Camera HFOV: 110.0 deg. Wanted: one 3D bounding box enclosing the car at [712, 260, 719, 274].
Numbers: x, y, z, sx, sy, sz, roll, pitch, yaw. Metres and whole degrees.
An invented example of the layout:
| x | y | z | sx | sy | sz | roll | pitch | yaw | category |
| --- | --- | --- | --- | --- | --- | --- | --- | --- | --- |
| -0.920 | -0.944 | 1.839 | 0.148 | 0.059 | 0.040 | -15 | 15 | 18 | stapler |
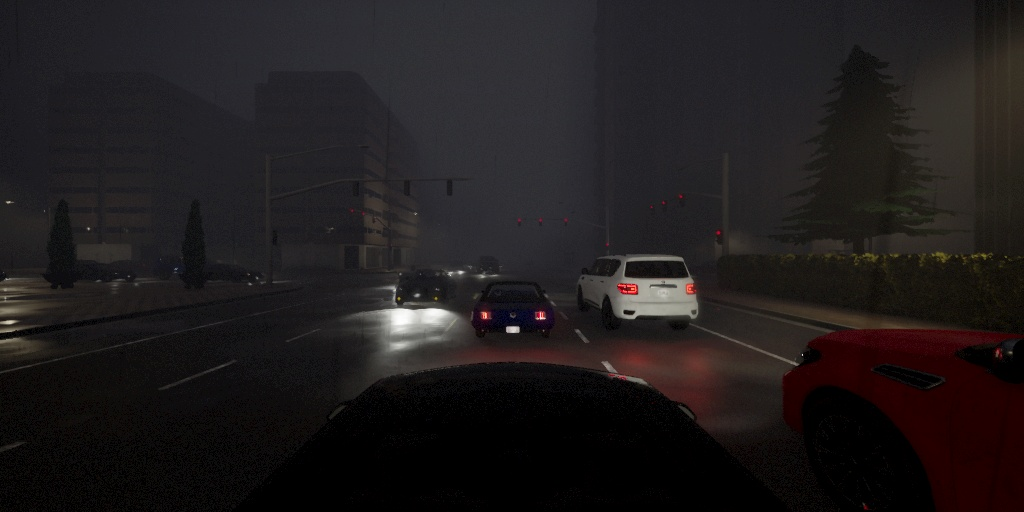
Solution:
| x | y | z | sx | sy | sz | roll | pitch | yaw | category |
| --- | --- | --- | --- | --- | --- | --- | --- | --- | --- |
| 20.821 | 1.228 | 37.652 | 5.008 | 1.535 | 1.882 | 0 | 0 | 1 | car |

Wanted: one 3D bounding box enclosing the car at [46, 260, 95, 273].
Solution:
| x | y | z | sx | sy | sz | roll | pitch | yaw | category |
| --- | --- | --- | --- | --- | --- | --- | --- | --- | --- |
| -36.972 | 1.102 | 30.947 | 4.553 | 1.767 | 2.097 | 0 | 0 | 1 | car |

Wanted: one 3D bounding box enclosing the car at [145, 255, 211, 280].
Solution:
| x | y | z | sx | sy | sz | roll | pitch | yaw | category |
| --- | --- | --- | --- | --- | --- | --- | --- | --- | --- |
| -27.503 | 0.972 | 30.863 | 5.566 | 2.045 | 2.150 | 0 | 0 | 0 | car |

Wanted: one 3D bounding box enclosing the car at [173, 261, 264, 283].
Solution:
| x | y | z | sx | sy | sz | roll | pitch | yaw | category |
| --- | --- | --- | --- | --- | --- | --- | --- | --- | --- |
| -22.007 | 1.297 | 27.292 | 5.357 | 1.411 | 2.033 | 0 | 0 | 1 | car |

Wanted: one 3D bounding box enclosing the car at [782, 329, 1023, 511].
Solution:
| x | y | z | sx | sy | sz | roll | pitch | yaw | category |
| --- | --- | --- | --- | --- | --- | --- | --- | --- | --- |
| 3.601 | 0.971 | 0.960 | 2.150 | 2.045 | 5.566 | 0 | 0 | 0 | car |

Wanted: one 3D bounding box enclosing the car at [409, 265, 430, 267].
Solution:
| x | y | z | sx | sy | sz | roll | pitch | yaw | category |
| --- | --- | --- | --- | --- | --- | --- | --- | --- | --- |
| -7.140 | 1.351 | 27.423 | 1.895 | 1.301 | 4.718 | 0 | 0 | 0 | car |

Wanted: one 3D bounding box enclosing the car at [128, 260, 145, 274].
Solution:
| x | y | z | sx | sy | sz | roll | pitch | yaw | category |
| --- | --- | --- | --- | --- | --- | --- | --- | --- | --- |
| -41.642 | 1.227 | 38.183 | 5.008 | 1.535 | 1.882 | 0 | 0 | 1 | car |

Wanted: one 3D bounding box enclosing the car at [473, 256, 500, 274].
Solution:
| x | y | z | sx | sy | sz | roll | pitch | yaw | category |
| --- | --- | --- | --- | --- | --- | --- | --- | --- | --- |
| -2.923 | 0.972 | 42.052 | 2.150 | 2.045 | 5.566 | 0 | 0 | -11 | car |

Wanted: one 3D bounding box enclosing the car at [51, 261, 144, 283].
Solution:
| x | y | z | sx | sy | sz | roll | pitch | yaw | category |
| --- | --- | --- | --- | --- | --- | --- | --- | --- | --- |
| -31.591 | 1.276 | 27.399 | 4.674 | 1.442 | 1.812 | 0 | 0 | 1 | car |

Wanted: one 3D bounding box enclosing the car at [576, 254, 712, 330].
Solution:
| x | y | z | sx | sy | sz | roll | pitch | yaw | category |
| --- | --- | --- | --- | --- | --- | --- | --- | --- | --- |
| 3.574 | 0.971 | 11.321 | 2.150 | 2.045 | 5.566 | 0 | 0 | -2 | car |

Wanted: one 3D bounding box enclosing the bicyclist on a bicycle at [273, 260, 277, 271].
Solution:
| x | y | z | sx | sy | sz | roll | pitch | yaw | category |
| --- | --- | --- | --- | --- | --- | --- | --- | --- | --- |
| -28.698 | 1.051 | 42.856 | 0.582 | 1.620 | 1.656 | 0 | 0 | 0 | bicyclist on a bicycle |

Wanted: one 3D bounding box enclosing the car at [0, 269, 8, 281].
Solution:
| x | y | z | sx | sy | sz | roll | pitch | yaw | category |
| --- | --- | --- | --- | --- | --- | --- | --- | --- | --- |
| -41.844 | 1.276 | 27.486 | 4.674 | 1.442 | 1.812 | 0 | 0 | 1 | car |

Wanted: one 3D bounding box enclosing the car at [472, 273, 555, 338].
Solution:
| x | y | z | sx | sy | sz | roll | pitch | yaw | category |
| --- | --- | --- | --- | --- | --- | --- | --- | --- | --- |
| 0.044 | 1.351 | 10.192 | 1.895 | 1.301 | 4.718 | 0 | 0 | 0 | car |

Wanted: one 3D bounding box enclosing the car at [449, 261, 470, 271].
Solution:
| x | y | z | sx | sy | sz | roll | pitch | yaw | category |
| --- | --- | --- | --- | --- | --- | --- | --- | --- | --- |
| -7.171 | 1.314 | 47.399 | 1.994 | 1.385 | 4.181 | 0 | 0 | 0 | car |

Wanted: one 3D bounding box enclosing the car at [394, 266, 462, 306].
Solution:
| x | y | z | sx | sy | sz | roll | pitch | yaw | category |
| --- | --- | --- | --- | --- | --- | --- | --- | --- | --- |
| -3.622 | 1.314 | 15.700 | 1.994 | 1.385 | 4.181 | 0 | 0 | 0 | car |
